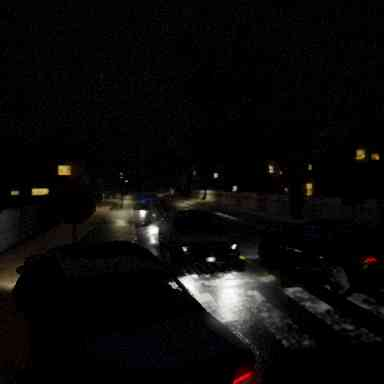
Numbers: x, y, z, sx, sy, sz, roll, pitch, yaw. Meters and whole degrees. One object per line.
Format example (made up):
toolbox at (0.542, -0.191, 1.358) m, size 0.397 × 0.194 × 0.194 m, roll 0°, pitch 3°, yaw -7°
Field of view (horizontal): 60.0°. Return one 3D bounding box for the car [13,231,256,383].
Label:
car at (-1.289, 1.451, 4.665) m, size 2.033 × 1.411 × 5.357 m, roll -2°, pitch 5°, yaw -29°

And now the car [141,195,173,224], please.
car at (-2.005, 1.171, 21.727) m, size 2.033 × 1.411 × 5.357 m, roll -1°, pitch 1°, yaw -11°

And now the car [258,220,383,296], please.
car at (3.419, 1.392, 8.438) m, size 1.994 × 1.385 × 4.181 m, roll -1°, pitch 1°, yaw -19°

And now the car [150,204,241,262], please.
car at (-0.059, 1.349, 11.346) m, size 2.033 × 1.411 × 5.357 m, roll -1°, pitch 1°, yaw -12°

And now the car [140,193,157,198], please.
car at (-4.345, 0.883, 34.625) m, size 1.882 × 1.535 × 5.008 m, roll -1°, pitch 1°, yaw -10°
